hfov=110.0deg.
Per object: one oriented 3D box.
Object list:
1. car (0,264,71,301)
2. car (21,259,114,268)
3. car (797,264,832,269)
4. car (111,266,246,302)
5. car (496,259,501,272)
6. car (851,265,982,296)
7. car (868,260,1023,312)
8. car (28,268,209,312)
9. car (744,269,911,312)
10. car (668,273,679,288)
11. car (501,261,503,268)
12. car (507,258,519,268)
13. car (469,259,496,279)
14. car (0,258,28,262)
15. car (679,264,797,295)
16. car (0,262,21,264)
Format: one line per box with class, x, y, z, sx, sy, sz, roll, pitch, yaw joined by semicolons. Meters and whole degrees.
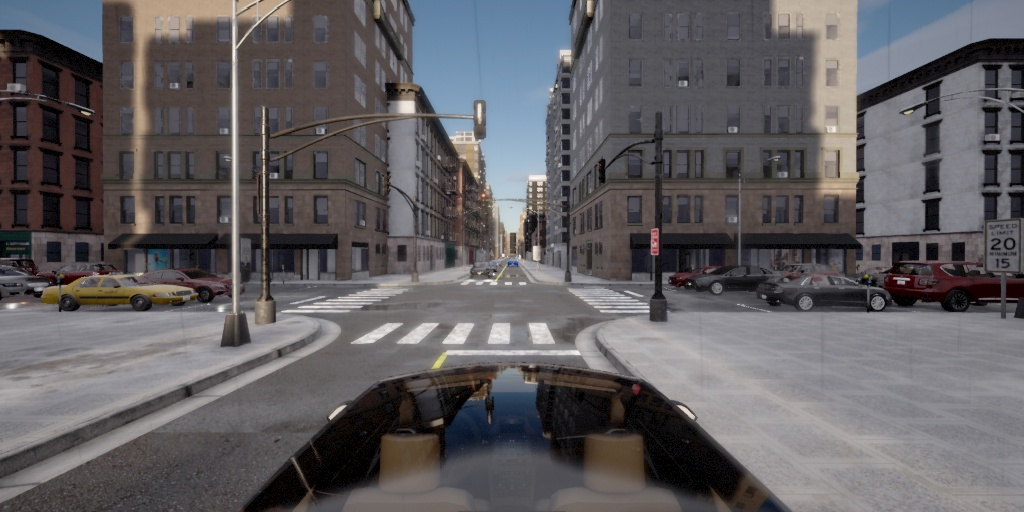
car;-23.930;1.247;16.312;4.902;1.511;2.128;0;0;0
car;-26.349;1.168;21.814;4.097;1.591;1.967;0;0;0
car;17.229;1.176;21.669;4.097;1.591;1.967;0;0;0
car;-14.774;1.282;16.265;4.674;1.442;1.812;0;0;0
car;-2.744;1.306;43.886;2.033;1.411;5.357;0;0;0
car;21.404;1.255;19.115;4.892;1.490;1.837;0;0;0
car;17.202;1.090;13.644;5.009;1.841;2.192;0;0;0
car;-14.883;1.294;13.751;4.829;1.417;1.751;0;0;0
car;11.793;1.325;13.662;4.403;1.370;2.007;0;0;0
car;11.820;1.280;21.687;4.507;1.381;1.888;0;0;0
car;-2.672;1.293;60.167;1.812;1.442;4.674;0;0;0
car;0.153;1.247;63.171;1.882;1.535;5.008;0;0;0
car;-2.772;1.260;33.061;1.837;1.490;4.892;0;0;0
car;-32.011;1.042;21.833;5.009;1.841;2.192;0;0;0
car;11.922;1.253;19.143;4.892;1.490;1.837;0;0;0
car;-28.843;1.245;19.265;4.892;1.490;1.837;0;0;0
